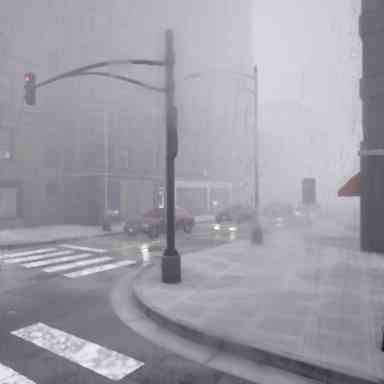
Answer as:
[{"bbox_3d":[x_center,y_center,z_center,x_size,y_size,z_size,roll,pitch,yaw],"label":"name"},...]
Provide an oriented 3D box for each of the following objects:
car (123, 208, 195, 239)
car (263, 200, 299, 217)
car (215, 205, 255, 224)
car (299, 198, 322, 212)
[{"bbox_3d":[-1.660,1.631,18.415,1.812,1.442,4.674,-1,0,37],"label":"car"},{"bbox_3d":[8.679,1.618,33.107,1.837,1.490,4.892,-1,0,35],"label":"car"},{"bbox_3d":[3.459,1.672,25.695,1.994,1.385,4.181,-1,0,35],"label":"car"},{"bbox_3d":[14.556,1.476,41.403,2.097,1.767,4.553,-1,0,36],"label":"car"}]
